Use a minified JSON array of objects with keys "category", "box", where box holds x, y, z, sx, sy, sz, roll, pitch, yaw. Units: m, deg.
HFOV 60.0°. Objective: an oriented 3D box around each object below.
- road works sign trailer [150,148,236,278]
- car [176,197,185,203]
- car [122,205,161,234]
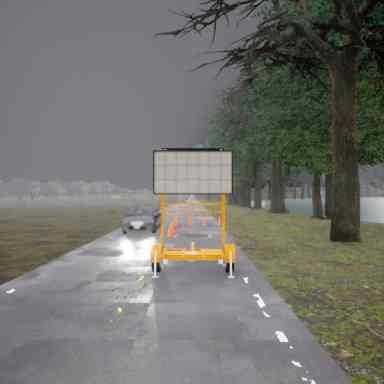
[{"category":"road works sign trailer","box":[0.033,0.475,10.124,2.380,3.560,2.880,0,0,0]},{"category":"car","box":[-2.502,1.861,73.142,2.128,1.511,4.902,0,-1,0]},{"category":"car","box":[-2.784,1.526,19.347,2.128,1.511,4.902,0,0,0]}]
